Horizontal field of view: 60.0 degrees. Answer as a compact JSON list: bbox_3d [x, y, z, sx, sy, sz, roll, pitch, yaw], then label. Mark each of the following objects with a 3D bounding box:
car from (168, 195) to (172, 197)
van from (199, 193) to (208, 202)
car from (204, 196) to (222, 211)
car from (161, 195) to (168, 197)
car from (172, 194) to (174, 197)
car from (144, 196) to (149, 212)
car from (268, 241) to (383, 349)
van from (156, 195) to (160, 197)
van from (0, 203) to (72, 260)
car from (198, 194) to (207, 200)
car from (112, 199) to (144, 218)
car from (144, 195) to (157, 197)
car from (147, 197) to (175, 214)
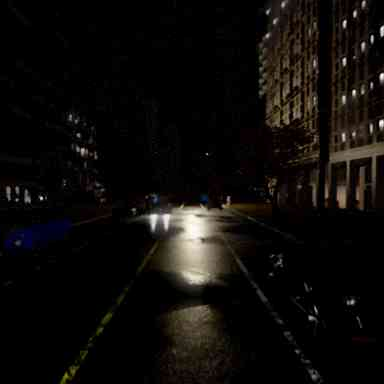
[{"bbox_3d":[-5.691,1.427,68.118,2.008,1.369,4.403,-1,0,0],"label":"car"},{"bbox_3d":[2.686,1.212,73.742,1.690,1.788,3.998,-1,0,0],"label":"van"},{"bbox_3d":[2.686,1.496,39.992,1.802,1.307,4.206,-1,0,0],"label":"car"},{"bbox_3d":[-5.692,1.434,56.867,1.887,1.381,4.507,-1,0,0],"label":"car"},{"bbox_3d":[-5.690,1.422,73.743,2.008,1.369,4.403,-1,0,0],"label":"car"},{"bbox_3d":[-5.696,1.449,34.198,1.752,1.417,4.829,-1,0,0],"label":"car"},{"bbox_3d":[2.681,1.549,6.241,1.947,1.339,4.313,-1,0,0],"label":"car"},{"bbox_3d":[-5.697,1.247,45.616,1.690,1.788,3.998,-1,0,0],"label":"van"},{"bbox_3d":[-5.702,1.311,11.867,1.690,1.788,3.998,-1,0,0],"label":"van"},{"bbox_3d":[2.689,1.302,84.991,1.967,1.590,4.097,-1,0,0],"label":"car"},{"bbox_3d":[-5.697,1.484,28.742,2.008,1.369,4.403,-1,0,0],"label":"car"},{"bbox_3d":[-5.695,1.459,39.992,1.887,1.381,4.507,-1,0,0],"label":"car"},{"bbox_3d":[-3.003,1.490,33.634,1.994,1.385,4.181,0,0,0],"label":"car"}]
